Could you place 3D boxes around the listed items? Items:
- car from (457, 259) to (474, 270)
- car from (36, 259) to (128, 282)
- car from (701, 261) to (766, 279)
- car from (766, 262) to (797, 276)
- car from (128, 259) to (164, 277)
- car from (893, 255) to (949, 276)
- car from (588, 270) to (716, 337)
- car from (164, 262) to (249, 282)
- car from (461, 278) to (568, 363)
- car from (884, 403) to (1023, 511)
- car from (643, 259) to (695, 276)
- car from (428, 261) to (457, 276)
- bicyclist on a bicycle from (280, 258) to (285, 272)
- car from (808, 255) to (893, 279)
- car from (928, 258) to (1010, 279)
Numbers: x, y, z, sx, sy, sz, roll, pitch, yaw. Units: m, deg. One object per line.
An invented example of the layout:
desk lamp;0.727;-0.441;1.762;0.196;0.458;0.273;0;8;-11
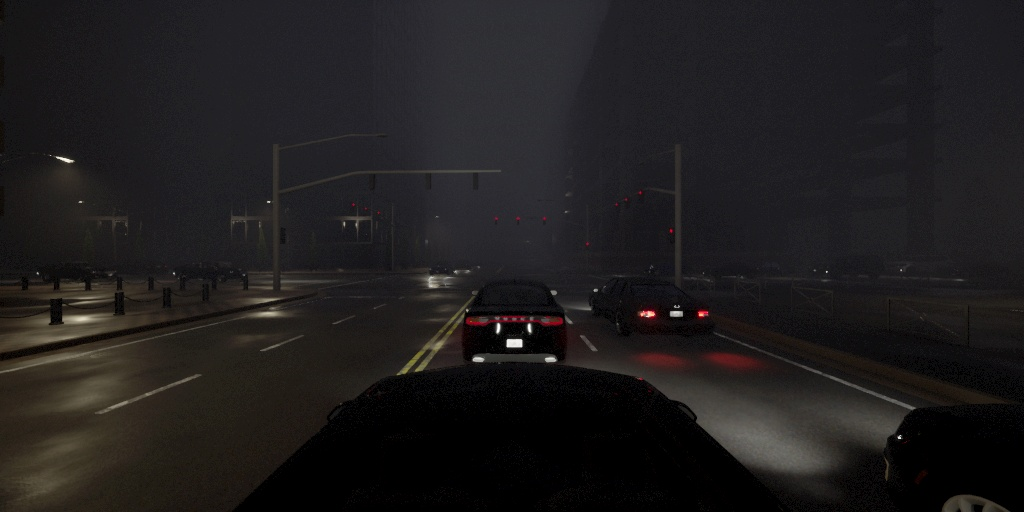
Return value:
car;-7.088;1.227;52.446;1.882;1.535;5.008;0;0;0
car;-33.145;1.186;27.437;4.902;1.511;2.128;0;0;0
car;19.155;1.220;31.518;4.674;1.442;1.812;0;0;0
car;24.700;1.242;35.058;5.357;1.411;2.033;0;0;0
car;-36.290;1.046;34.661;4.553;1.767;2.097;0;0;1
car;39.629;0.916;35.092;5.566;2.045;2.150;0;0;0
car;3.571;1.297;10.262;2.033;1.411;5.357;0;0;0
car;-22.923;1.186;27.390;4.902;1.511;2.128;0;0;0
car;0.055;1.228;8.139;1.882;1.535;5.008;0;0;0
car;3.600;1.255;0.525;1.837;1.490;4.892;0;0;0
car;15.231;1.046;35.046;4.553;1.767;2.097;0;0;0
car;-7.096;1.245;36.466;1.812;1.442;4.674;0;0;0
bicyclist on a bicycle;-25.407;0.995;39.350;0.582;1.620;1.656;0;0;0
car;29.421;0.916;31.572;5.566;2.045;2.150;0;0;0
car;40.454;1.172;31.589;5.008;1.535;1.882;0;0;0
